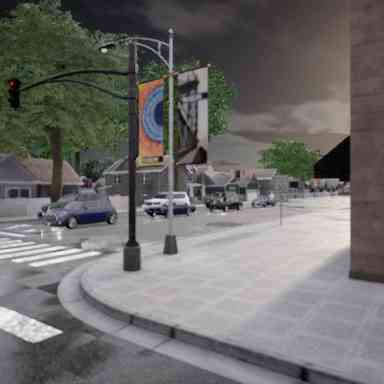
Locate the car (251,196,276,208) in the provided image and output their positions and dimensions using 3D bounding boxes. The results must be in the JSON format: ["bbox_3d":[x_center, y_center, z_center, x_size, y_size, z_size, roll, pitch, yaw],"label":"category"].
[{"bbox_3d":[9.527,1.239,43.937,2.128,1.511,4.902,0,0,36],"label":"car"}]

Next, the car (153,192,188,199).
[{"bbox_3d":[-2.420,1.052,32.827,2.150,2.045,5.566,0,0,35],"label":"car"}]

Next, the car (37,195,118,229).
[{"bbox_3d":[-6.921,1.255,20.936,2.097,1.767,4.553,0,0,35],"label":"car"}]

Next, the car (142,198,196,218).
[{"bbox_3d":[-1.704,1.453,28.259,1.895,1.301,4.718,0,0,36],"label":"car"}]

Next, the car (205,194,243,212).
[{"bbox_3d":[3.739,1.278,35.867,1.882,1.535,5.008,0,0,35],"label":"car"}]

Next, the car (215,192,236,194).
[{"bbox_3d":[3.826,0.994,41.564,2.150,2.045,5.566,0,0,35],"label":"car"}]

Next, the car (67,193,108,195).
[{"bbox_3d":[-8.403,1.110,24.510,2.150,2.045,5.566,0,0,34],"label":"car"}]
